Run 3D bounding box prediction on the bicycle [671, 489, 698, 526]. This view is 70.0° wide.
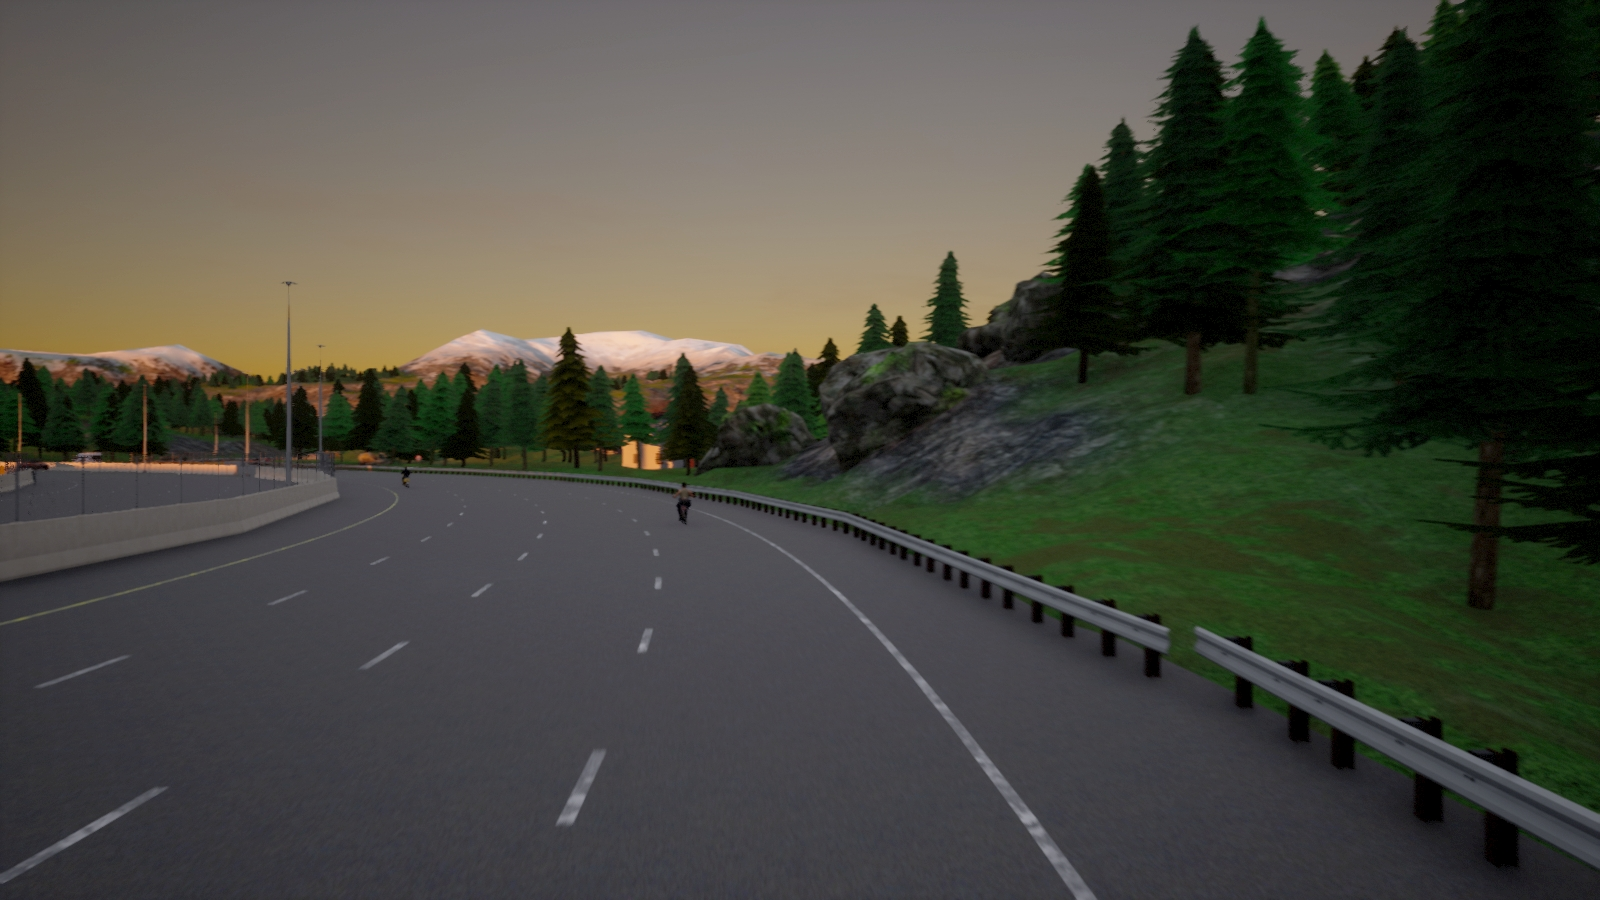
[{"bbox_3d":[-4.369,2.156,43.030,0.859,1.295,1.487,0,0,-12],"label":"bicycle"}]
